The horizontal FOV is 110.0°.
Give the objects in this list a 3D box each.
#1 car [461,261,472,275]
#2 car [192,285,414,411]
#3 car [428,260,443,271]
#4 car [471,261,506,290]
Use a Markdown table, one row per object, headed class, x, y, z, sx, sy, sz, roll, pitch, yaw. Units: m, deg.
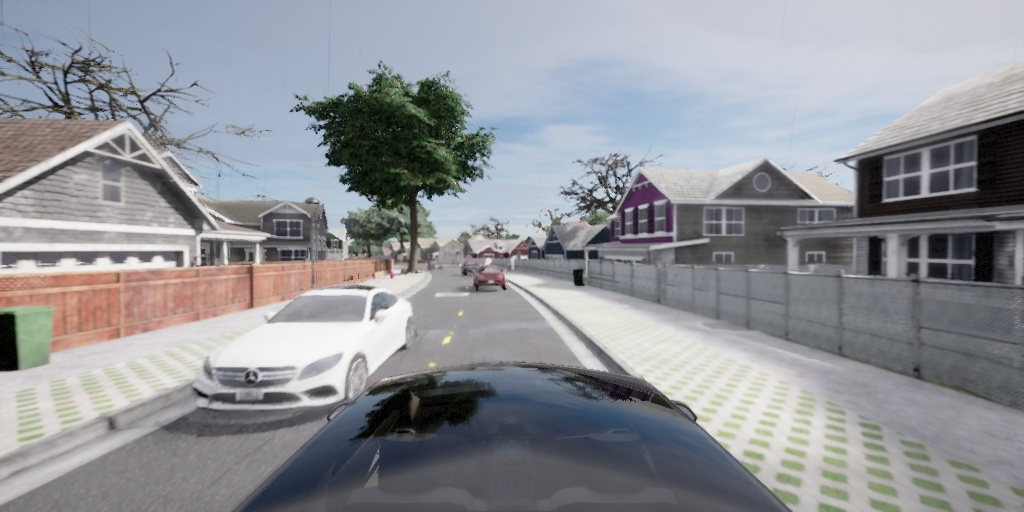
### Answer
| class | x | y | z | sx | sy | sz | roll | pitch | yaw |
| --- | --- | --- | --- | --- | --- | --- | --- | --- | --- |
| car | -4.512 | 1.275 | 39.202 | 2.128 | 1.511 | 4.902 | 0 | 0 | -13 |
| car | -3.022 | 1.284 | 6.333 | 1.812 | 1.442 | 4.674 | 0 | 0 | -2 |
| car | -11.419 | 1.356 | 53.276 | 2.128 | 1.511 | 4.902 | -1 | 0 | -18 |
| car | -1.451 | 1.283 | 22.510 | 1.812 | 1.442 | 4.674 | 0 | 0 | -7 |
